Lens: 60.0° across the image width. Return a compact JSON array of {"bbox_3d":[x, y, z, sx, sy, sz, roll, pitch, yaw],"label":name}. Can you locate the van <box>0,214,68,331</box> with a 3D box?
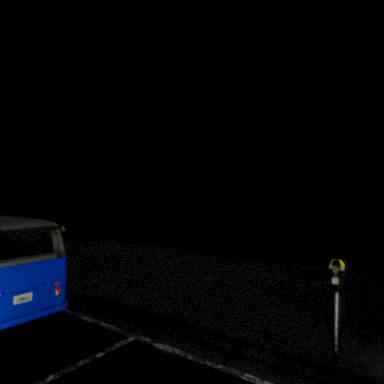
[{"bbox_3d":[-3.921,1.264,5.831,3.998,1.788,1.690,1,1,35],"label":"van"}]
